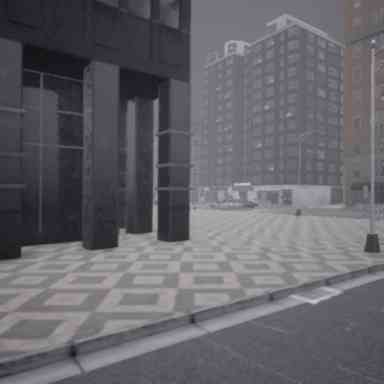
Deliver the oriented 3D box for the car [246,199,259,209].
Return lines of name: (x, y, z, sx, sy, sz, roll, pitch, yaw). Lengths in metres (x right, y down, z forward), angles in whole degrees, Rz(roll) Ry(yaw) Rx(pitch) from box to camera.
car: (6.545, 1.574, 45.059, 2.033, 1.411, 5.357, 1, 0, -36)

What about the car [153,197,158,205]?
car: (-6.418, 1.601, 57.624, 1.837, 1.490, 4.892, 1, 0, -36)

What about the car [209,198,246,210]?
car: (4.295, 1.599, 42.616, 1.895, 1.301, 4.718, 1, 0, -36)
